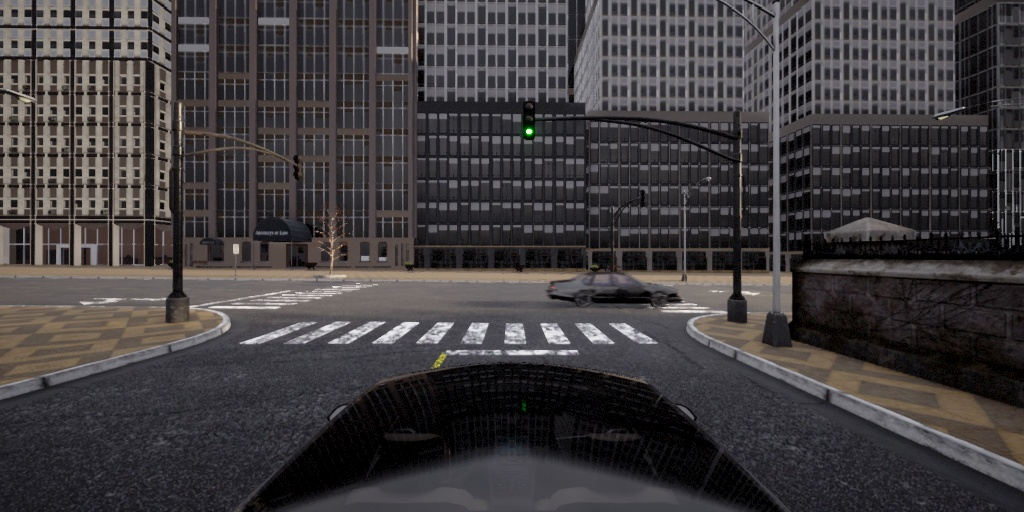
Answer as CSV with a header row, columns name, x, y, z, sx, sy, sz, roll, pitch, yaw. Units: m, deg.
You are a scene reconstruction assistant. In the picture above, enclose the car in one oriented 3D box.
name,x,y,z,sx,sy,sz,roll,pitch,yaw
car,4.102,1.358,14.900,5.357,1.411,2.033,1,0,-1
